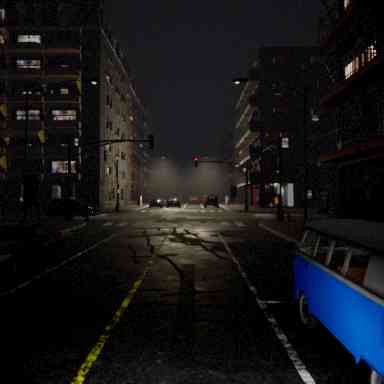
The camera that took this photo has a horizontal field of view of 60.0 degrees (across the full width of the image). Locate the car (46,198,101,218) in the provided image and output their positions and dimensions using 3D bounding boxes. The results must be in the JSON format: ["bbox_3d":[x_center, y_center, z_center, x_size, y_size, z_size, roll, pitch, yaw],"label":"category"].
[{"bbox_3d":[-10.625,1.368,30.000,4.553,1.767,2.097,0,-1,6],"label":"car"}]

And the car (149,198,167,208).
[{"bbox_3d":[-5.095,1.602,48.037,1.947,1.339,4.313,1,0,0],"label":"car"}]

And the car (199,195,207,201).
[{"bbox_3d":[2.952,1.597,86.971,1.967,1.590,4.097,1,0,0],"label":"car"}]

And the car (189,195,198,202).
[{"bbox_3d":[0.334,1.577,77.644,1.882,1.535,5.008,0,0,0],"label":"car"}]

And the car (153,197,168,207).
[{"bbox_3d":[-5.071,1.607,53.598,1.947,1.339,4.313,1,0,0],"label":"car"}]

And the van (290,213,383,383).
[{"bbox_3d":[2.568,1.343,4.337,1.690,1.788,3.998,1,0,0],"label":"van"}]

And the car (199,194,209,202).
[{"bbox_3d":[2.930,1.441,81.407,2.192,1.841,5.009,1,0,0],"label":"car"}]

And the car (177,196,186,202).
[{"bbox_3d":[-2.417,1.645,77.469,2.033,1.411,5.357,0,0,0],"label":"car"}]

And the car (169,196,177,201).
[{"bbox_3d":[-4.929,1.708,86.969,2.008,1.369,4.403,1,0,0],"label":"car"}]

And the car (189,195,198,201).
[{"bbox_3d":[0.379,1.520,88.069,2.128,1.511,4.902,0,0,0],"label":"car"}]

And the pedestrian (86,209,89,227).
[{"bbox_3d":[-6.793,1.691,21.708,0.500,1.100,0.500,1,-1,0],"label":"pedestrian"}]

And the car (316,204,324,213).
[{"bbox_3d":[14.990,1.491,33.129,5.008,1.535,1.882,0,-1,1],"label":"car"}]

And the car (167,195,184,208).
[{"bbox_3d":[-2.634,1.600,48.294,1.994,1.385,4.181,0,0,1],"label":"car"}]

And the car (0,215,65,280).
[{"bbox_3d":[-5.260,1.588,9.957,1.802,1.307,4.206,1,0,0],"label":"car"}]

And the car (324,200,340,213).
[{"bbox_3d":[13.861,1.451,27.719,4.403,1.369,2.008,0,-1,0],"label":"car"}]

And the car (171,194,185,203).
[{"bbox_3d":[-2.588,1.552,57.174,1.837,1.490,4.892,0,0,0],"label":"car"}]

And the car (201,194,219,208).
[{"bbox_3d":[2.790,1.351,48.049,2.192,1.841,5.009,1,0,0],"label":"car"}]

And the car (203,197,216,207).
[{"bbox_3d":[2.811,1.567,53.778,1.752,1.417,4.829,1,0,0],"label":"car"}]
